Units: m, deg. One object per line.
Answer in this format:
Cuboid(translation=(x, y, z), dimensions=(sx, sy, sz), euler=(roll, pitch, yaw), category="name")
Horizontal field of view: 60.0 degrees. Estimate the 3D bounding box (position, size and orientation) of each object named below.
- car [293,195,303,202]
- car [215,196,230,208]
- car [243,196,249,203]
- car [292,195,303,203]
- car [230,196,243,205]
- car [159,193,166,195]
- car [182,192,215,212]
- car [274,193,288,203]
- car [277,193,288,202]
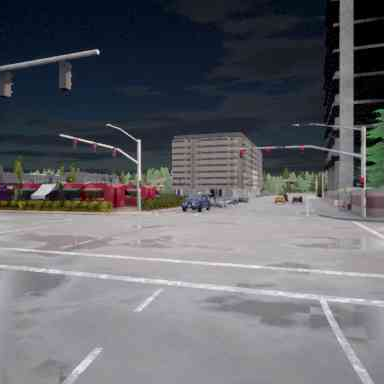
Cuboid(translation=(24.742, 1.525, 77.344), dimensions=(2.128, 1.511, 4.902), euler=(0, 0, 19), category="car")
Cuboid(translation=(3.746, 1.601, 48.558), dimensions=(1.895, 1.301, 4.718), euler=(0, 0, 19), category="car")
Cuboid(translation=(10.343, 1.547, 67.663), dimensions=(2.033, 1.411, 5.357), euler=(0, 0, 19), category="car")
Cuboid(translation=(21.449, 1.478, 67.601), dimensions=(1.882, 1.535, 5.008), euler=(0, 0, 19), category="car")
Cuboid(translation=(6.869, 1.491, 57.676), dimensions=(2.128, 1.511, 4.902), euler=(0, 0, 19), category="car")
Cuboid(translation=(-7.964, 1.209, 81.445), dimensions=(4.605, 1.855, 1.932), euler=(0, 0, 19), category="car")
Cuboid(translation=(0.597, 1.221, 39.317), dimensions=(2.150, 2.045, 5.566), euler=(0, 0, 19), category="car")
Cuboid(translation=(18.236, 1.478, 69.005), dimensions=(1.882, 1.535, 5.008), euler=(0, 0, 19), category="car")
Cuboid(translation=(21.547, 1.225, 78.822), dimensions=(2.150, 2.045, 5.566), euler=(0, 0, 19), category="car")
